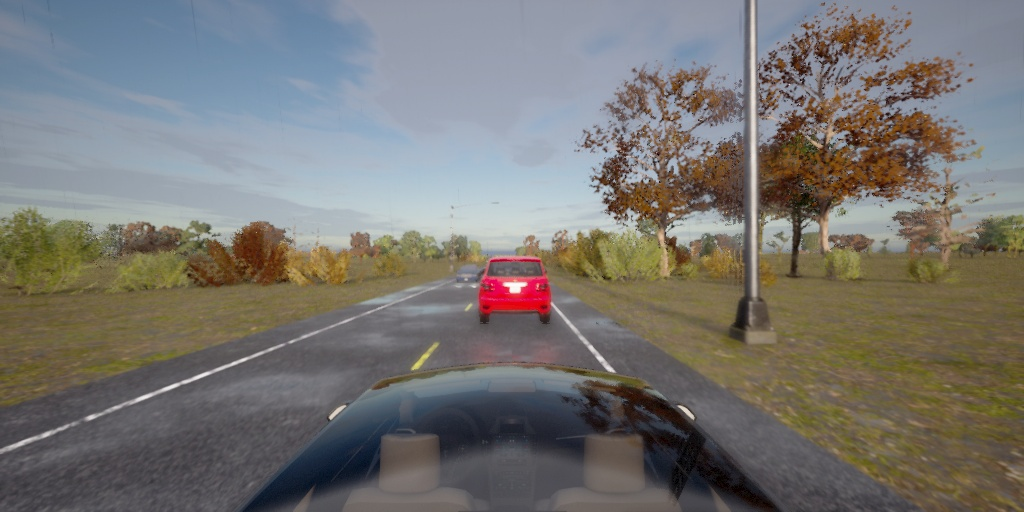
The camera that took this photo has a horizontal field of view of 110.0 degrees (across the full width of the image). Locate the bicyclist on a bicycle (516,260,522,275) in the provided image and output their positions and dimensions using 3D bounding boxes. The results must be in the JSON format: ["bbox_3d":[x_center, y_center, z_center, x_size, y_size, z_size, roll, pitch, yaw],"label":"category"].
[{"bbox_3d":[0.834,1.397,43.905,0.659,1.776,1.843,0,0,0],"label":"bicyclist on a bicycle"}]

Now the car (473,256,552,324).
[{"bbox_3d":[0.087,1.040,12.465,2.150,2.045,5.566,0,-1,0],"label":"car"}]

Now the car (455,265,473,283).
[{"bbox_3d":[-3.650,1.490,31.041,2.033,1.411,5.357,0,0,-1],"label":"car"}]

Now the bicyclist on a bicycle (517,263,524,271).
[{"bbox_3d":[0.891,1.338,34.904,0.659,1.776,1.843,0,0,0],"label":"bicyclist on a bicycle"}]
